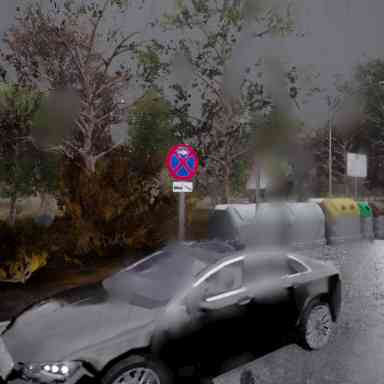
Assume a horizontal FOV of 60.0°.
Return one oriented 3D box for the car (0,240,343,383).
[{"bbox_3d":[0.130,1.492,4.593,4.902,1.511,2.128,0,0,-36],"label":"car"}]
